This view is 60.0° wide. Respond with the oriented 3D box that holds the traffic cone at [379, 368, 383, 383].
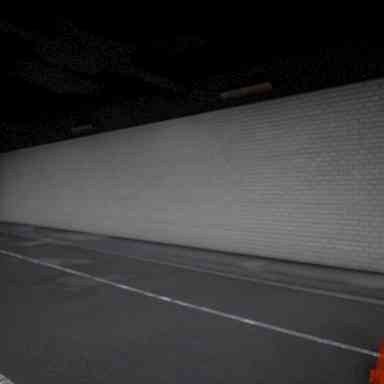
[{"bbox_3d":[1.841,1.980,3.166,0.340,0.580,0.340,0,0,31],"label":"traffic cone"}]
